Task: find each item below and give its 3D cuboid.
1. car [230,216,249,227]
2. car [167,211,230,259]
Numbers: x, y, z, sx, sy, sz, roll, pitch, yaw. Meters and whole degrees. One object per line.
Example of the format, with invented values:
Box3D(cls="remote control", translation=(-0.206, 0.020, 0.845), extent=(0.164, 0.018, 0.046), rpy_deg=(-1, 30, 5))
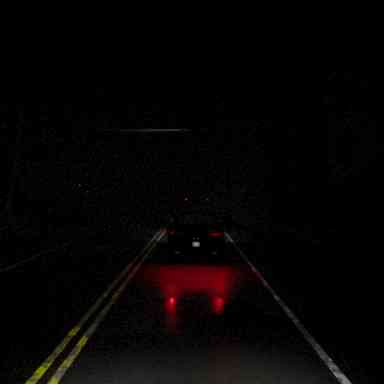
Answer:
Box3D(cls="car", translation=(3.139, 2.856, 28.902), extent=(1.895, 1.301, 4.718), rpy_deg=(-10, -16, 36))
Box3D(cls="car", translation=(0.141, 1.452, 12.599), extent=(1.882, 1.535, 5.008), rpy_deg=(1, 0, 0))
